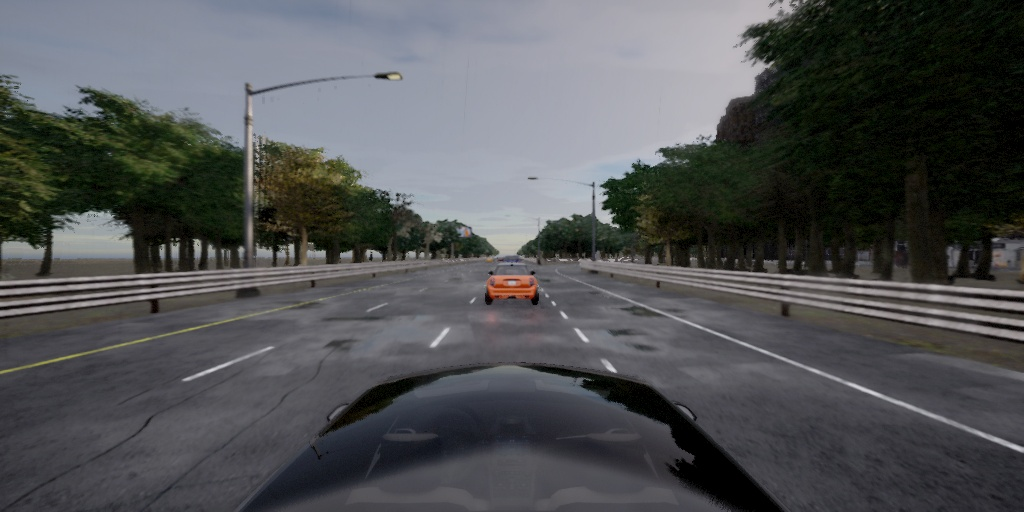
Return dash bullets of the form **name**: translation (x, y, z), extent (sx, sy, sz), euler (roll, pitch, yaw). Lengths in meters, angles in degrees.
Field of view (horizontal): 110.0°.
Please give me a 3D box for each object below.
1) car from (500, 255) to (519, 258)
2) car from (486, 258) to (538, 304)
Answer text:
- **car**: translation (0.015, 0.951, 42.571), extent (2.150, 2.045, 5.566), euler (0, 0, 0)
- **car**: translation (0.003, 1.094, 16.374), extent (2.097, 1.767, 4.553), euler (0, 0, 0)
